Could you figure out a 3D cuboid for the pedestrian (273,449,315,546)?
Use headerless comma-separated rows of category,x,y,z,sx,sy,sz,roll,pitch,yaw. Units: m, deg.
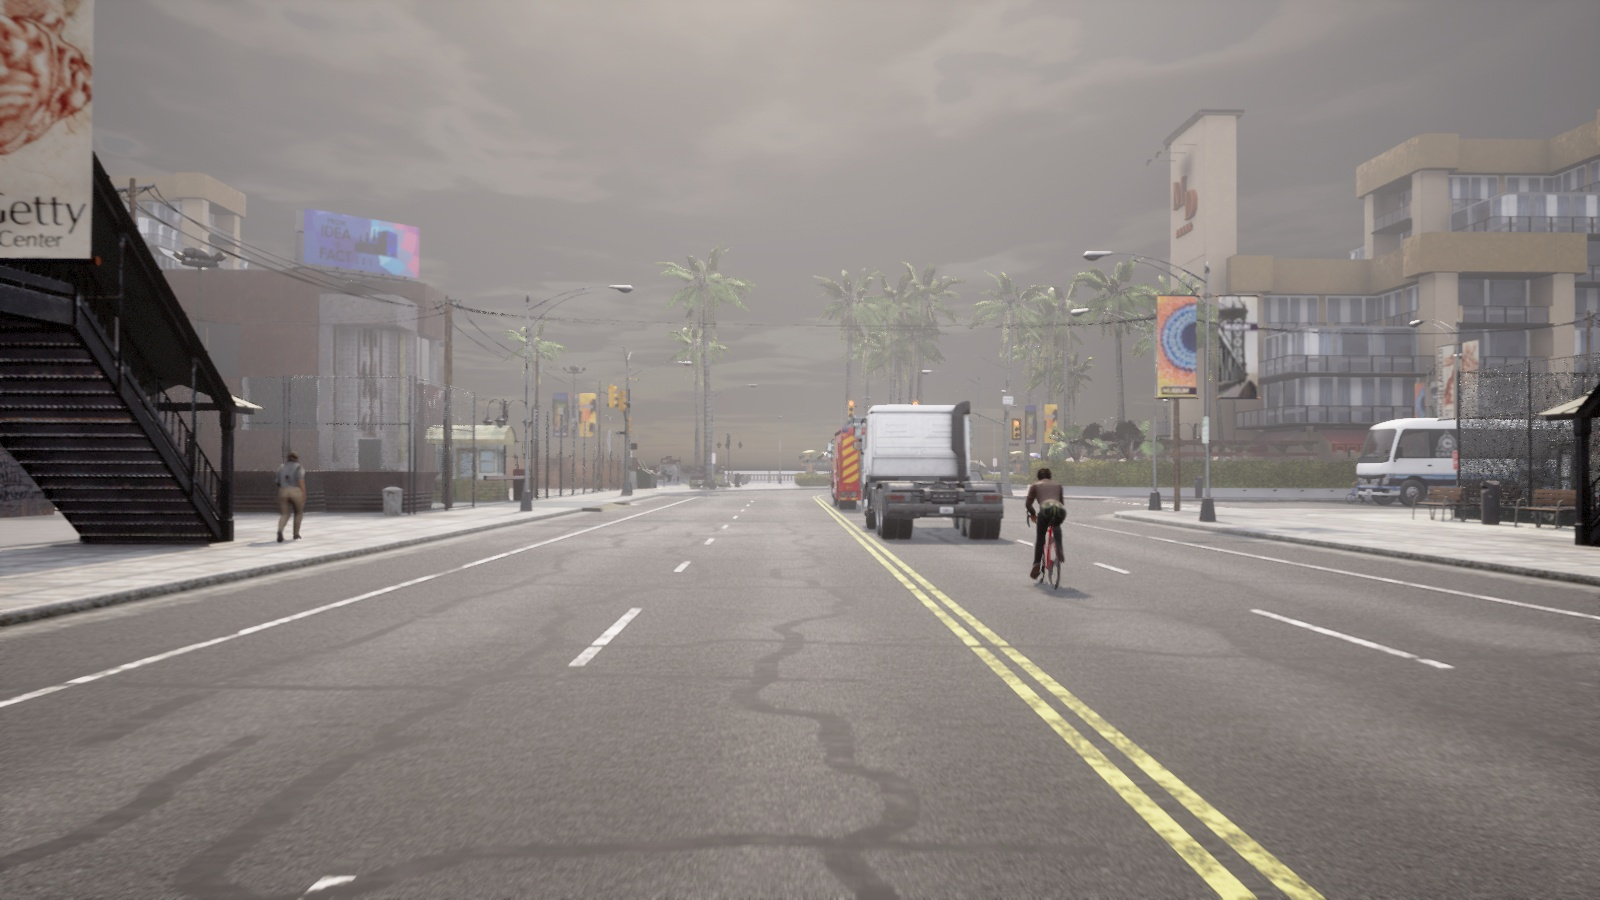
pedestrian,-9.880,0.921,24.541,0.540,1.848,0.694,0,-1,-1

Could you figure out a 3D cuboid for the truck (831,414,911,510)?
truck,2.947,0.556,54.800,2.891,3.827,8.468,0,-1,-1

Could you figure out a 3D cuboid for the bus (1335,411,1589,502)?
bus,32.040,0.337,61.166,10.273,4.253,3.944,0,-1,-2

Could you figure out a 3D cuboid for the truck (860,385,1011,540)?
truck,3.215,0.354,31.974,2.891,3.462,7.936,0,-1,-1

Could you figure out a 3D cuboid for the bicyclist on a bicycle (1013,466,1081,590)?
bicyclist on a bicycle,3.389,1.045,17.361,0.582,1.620,1.656,0,-1,-1
